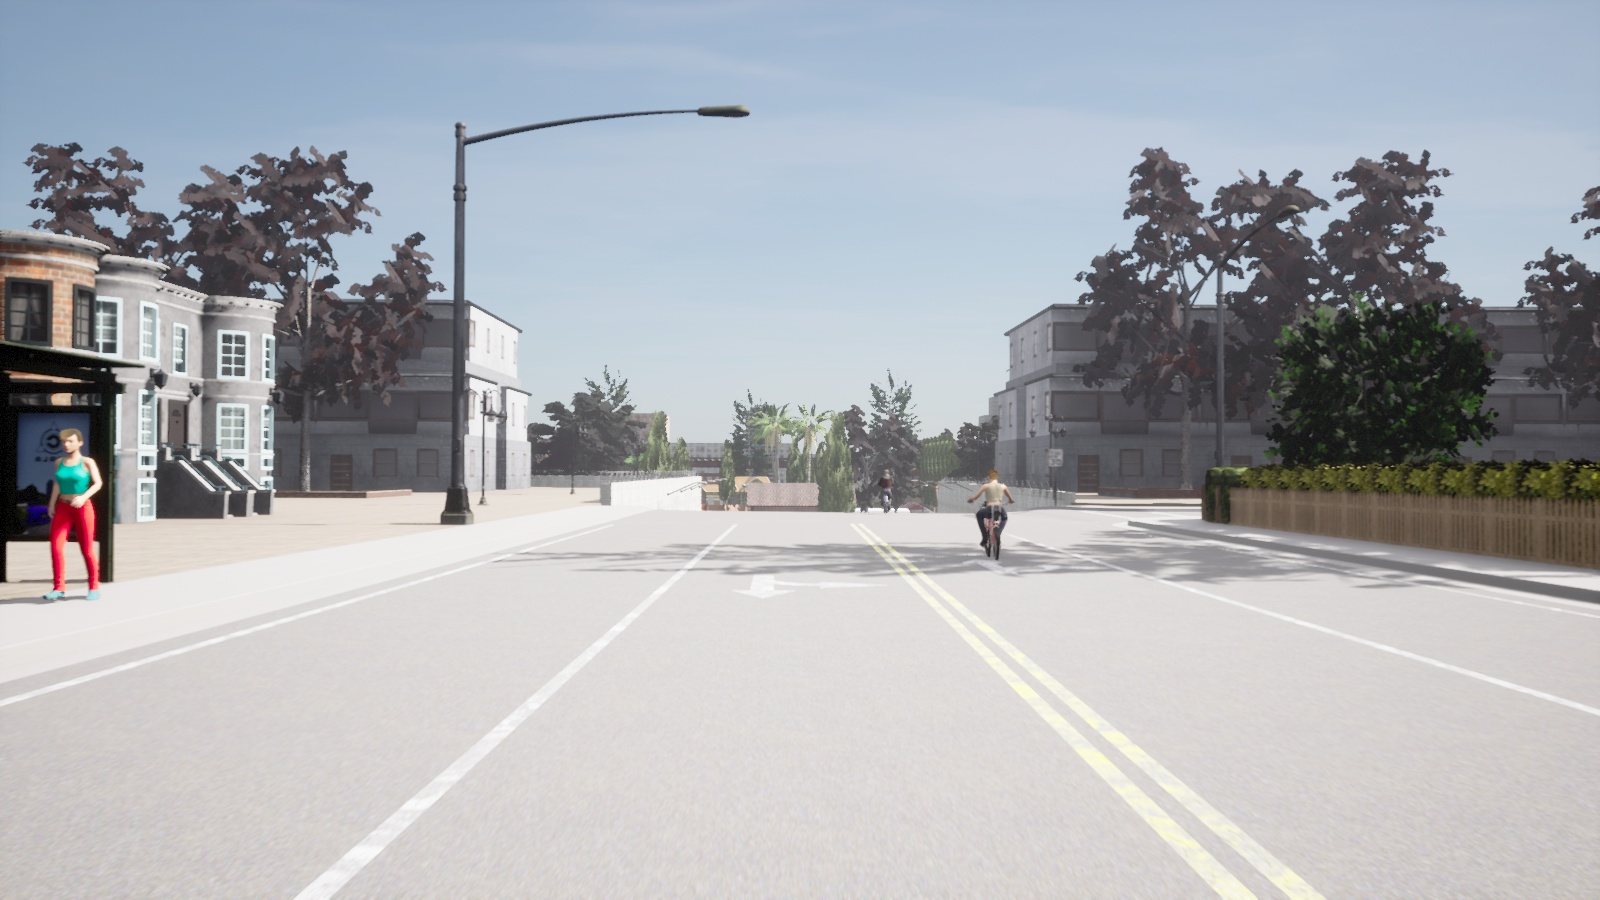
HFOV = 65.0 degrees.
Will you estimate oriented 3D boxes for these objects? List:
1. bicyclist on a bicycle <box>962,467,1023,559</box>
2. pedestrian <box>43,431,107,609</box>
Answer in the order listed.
[{"bbox_3d":[3.445,1.115,22.634,0.866,1.612,1.509,0,-1,0],"label":"bicyclist on a bicycle"},{"bbox_3d":[-7.656,0.730,13.273,0.345,1.836,0.594,0,-1,-2],"label":"pedestrian"}]
